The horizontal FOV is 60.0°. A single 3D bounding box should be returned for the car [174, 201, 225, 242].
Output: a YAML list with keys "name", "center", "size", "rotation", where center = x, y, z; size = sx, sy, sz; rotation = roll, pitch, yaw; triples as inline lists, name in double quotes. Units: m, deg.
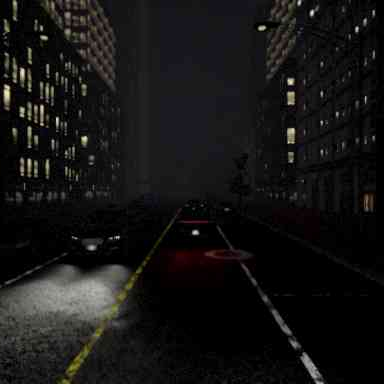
- name: "car"
  center: [0.152, 1.410, 15.776]
  size: [2.128, 1.511, 4.902]
  rotation: [0, 0, 0]

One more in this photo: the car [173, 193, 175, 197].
- name: "car"
  center: [-5.427, 1.157, 74.373]
  size: [1.947, 1.339, 4.313]
  rotation: [0, 0, 0]

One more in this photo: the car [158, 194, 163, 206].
- name: "car"
  center: [-5.528, 1.336, 45.912]
  size: [1.802, 1.307, 4.206]
  rotation: [0, 0, 0]

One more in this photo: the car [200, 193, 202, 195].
- name: "car"
  center: [2.913, 1.244, 62.944]
  size: [1.802, 1.307, 4.206]
  rotation: [0, 0, 0]

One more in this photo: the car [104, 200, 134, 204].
- name: "car"
  center: [-5.609, 1.428, 23.143]
  size: [2.008, 1.369, 4.403]
  rotation: [0, 0, 0]

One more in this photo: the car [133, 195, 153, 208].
- name: "car"
  center: [-5.569, 1.361, 34.528]
  size: [1.887, 1.381, 4.507]
  rotation: [0, 0, 0]

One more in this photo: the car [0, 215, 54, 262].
- name: "car"
  center: [-5.649, 1.519, 11.758]
  size: [1.802, 1.307, 4.206]
  rotation: [0, 0, 0]

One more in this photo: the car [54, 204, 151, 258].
- name: "car"
  center: [-3.058, 1.425, 12.599]
  size: [2.128, 1.511, 4.902]
  rotation: [0, 0, 0]

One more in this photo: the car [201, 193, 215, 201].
- name: "car"
  center: [2.874, 1.167, 51.559]
  size: [1.967, 1.590, 4.097]
  rotation: [0, 0, 0]

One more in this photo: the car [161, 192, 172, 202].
- name: "car"
  center: [-5.467, 1.097, 62.987]
  size: [1.967, 1.590, 4.097]
  rotation: [0, 0, 0]

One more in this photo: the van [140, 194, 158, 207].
- name: "van"
  center: [-5.547, 1.126, 40.219]
  size: [1.690, 1.788, 3.998]
  rotation: [0, 0, 0]

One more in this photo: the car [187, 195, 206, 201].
- name: "car"
  center: [0.200, 1.353, 33.032]
  size: [1.812, 1.442, 4.674]
  rotation: [0, 0, 0]

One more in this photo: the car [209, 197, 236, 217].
- name: "car"
  center: [2.792, 1.418, 28.793]
  size: [1.947, 1.339, 4.313]
  rotation: [0, 0, 0]
